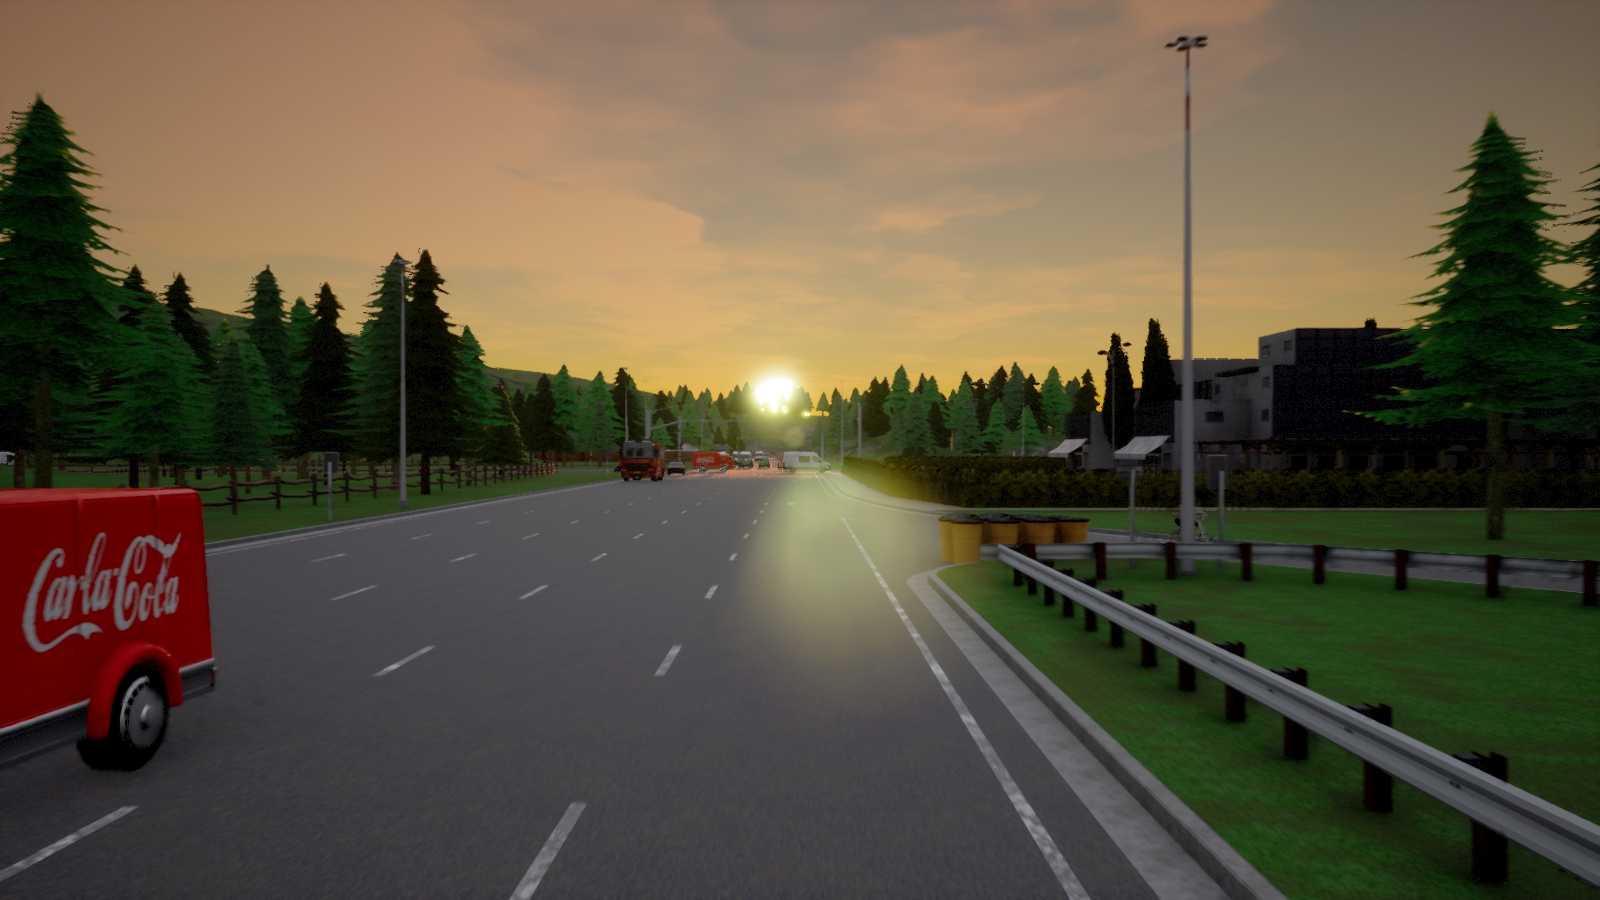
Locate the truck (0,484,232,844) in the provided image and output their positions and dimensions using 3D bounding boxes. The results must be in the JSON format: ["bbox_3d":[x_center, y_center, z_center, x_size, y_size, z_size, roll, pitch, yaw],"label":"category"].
[{"bbox_3d":[-7.000,1.570,8.829,2.627,2.467,5.204,0,0,0],"label":"truck"}]

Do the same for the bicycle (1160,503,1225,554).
[{"bbox_3d":[10.841,2.157,31.614,0.859,1.276,1.487,0,0,-31],"label":"bicycle"}]
